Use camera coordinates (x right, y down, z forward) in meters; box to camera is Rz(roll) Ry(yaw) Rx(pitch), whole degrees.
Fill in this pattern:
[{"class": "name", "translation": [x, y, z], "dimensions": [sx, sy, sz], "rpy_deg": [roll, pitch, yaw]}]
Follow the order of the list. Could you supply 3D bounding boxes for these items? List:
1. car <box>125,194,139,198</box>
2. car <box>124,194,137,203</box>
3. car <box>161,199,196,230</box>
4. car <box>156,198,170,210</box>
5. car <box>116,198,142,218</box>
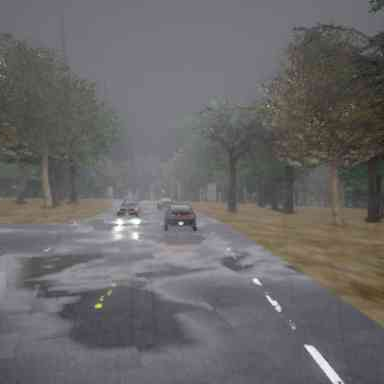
[{"class": "car", "translation": [-8.266, 1.416, 47.816], "dimensions": [2.033, 1.411, 5.357], "rpy_deg": [0, 0, -11]}, {"class": "car", "translation": [-11.814, 1.211, 63.531], "dimensions": [2.097, 1.767, 4.553], "rpy_deg": [0, 0, -14]}, {"class": "car", "translation": [-0.801, 1.450, 20.618], "dimensions": [1.837, 1.490, 4.892], "rpy_deg": [0, 0, -5]}, {"class": "car", "translation": [-3.303, 1.413, 40.862], "dimensions": [1.812, 1.442, 4.674], "rpy_deg": [0, 0, -9]}, {"class": "car", "translation": [-5.510, 1.508, 29.614], "dimensions": [1.895, 1.301, 4.718], "rpy_deg": [0, 0, -5]}]
